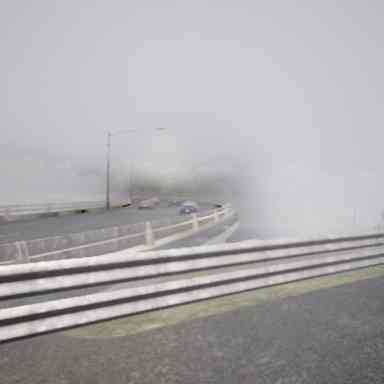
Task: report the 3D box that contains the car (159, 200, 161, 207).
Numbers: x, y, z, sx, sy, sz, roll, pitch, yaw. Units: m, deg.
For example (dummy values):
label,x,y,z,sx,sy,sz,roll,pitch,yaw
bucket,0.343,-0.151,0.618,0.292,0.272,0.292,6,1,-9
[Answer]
label,x,y,z,sx,sy,sz,roll,pitch,yaw
car,-6.654,1.854,59.779,1.812,1.442,4.674,1,0,-5

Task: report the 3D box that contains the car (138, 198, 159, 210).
label,x,y,z,sx,sy,sz,roll,pitch,yaw
car,-6.341,1.811,47.201,1.994,1.385,4.181,1,0,2

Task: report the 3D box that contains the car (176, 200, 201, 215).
label,x,y,z,sx,sy,sz,roll,pitch,yaw
car,-0.168,1.769,36.516,1.812,1.442,4.674,1,0,7

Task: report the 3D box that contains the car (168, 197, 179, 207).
label,x,y,z,sx,sy,sz,roll,pitch,yaw
car,-3.055,1.710,58.172,2.097,1.767,4.553,1,0,-4
